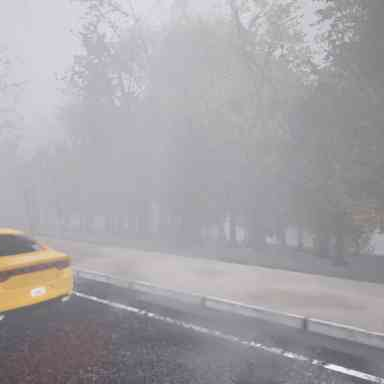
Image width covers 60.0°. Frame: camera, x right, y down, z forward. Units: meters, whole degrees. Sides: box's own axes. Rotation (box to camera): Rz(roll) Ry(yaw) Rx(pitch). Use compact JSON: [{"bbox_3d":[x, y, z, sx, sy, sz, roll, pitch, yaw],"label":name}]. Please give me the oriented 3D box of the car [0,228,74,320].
[{"bbox_3d":[-4.548,1.477,6.901,5.008,1.535,1.882,0,0,35],"label":"car"}]
